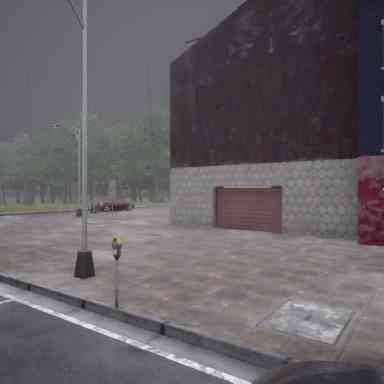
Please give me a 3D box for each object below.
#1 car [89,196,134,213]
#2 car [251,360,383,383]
[{"bbox_3d":[-7.892,1.184,33.154,2.097,1.767,4.553,0,0,36],"label":"car"},{"bbox_3d":[2.105,1.551,1.305,4.403,1.369,2.008,0,0,36],"label":"car"}]
